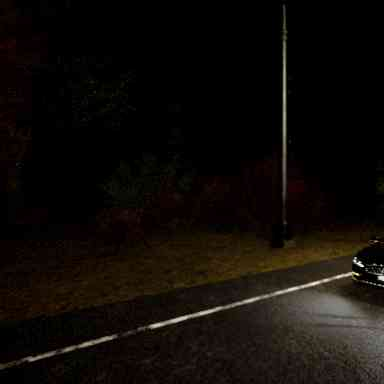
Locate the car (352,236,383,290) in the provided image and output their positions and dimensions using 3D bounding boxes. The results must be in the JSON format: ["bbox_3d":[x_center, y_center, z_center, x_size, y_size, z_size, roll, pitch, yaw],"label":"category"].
[{"bbox_3d":[5.854,1.502,8.172,4.892,1.490,1.837,0,0,-35],"label":"car"}]
